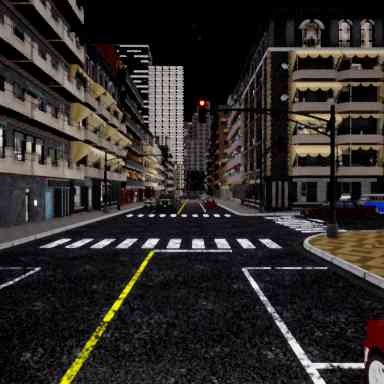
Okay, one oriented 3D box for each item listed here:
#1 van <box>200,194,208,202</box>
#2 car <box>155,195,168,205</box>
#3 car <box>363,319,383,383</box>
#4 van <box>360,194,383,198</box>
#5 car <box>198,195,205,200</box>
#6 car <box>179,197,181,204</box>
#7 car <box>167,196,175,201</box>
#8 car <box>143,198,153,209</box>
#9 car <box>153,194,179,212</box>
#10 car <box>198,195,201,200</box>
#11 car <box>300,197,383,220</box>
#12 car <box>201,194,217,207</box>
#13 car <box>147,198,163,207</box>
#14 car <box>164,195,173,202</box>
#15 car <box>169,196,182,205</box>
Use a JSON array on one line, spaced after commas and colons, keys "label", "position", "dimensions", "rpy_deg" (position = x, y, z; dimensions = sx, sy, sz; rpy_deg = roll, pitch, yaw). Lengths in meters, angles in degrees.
[{"label": "van", "position": [2.781, 1.378, 78.444], "dimensions": [1.690, 1.788, 3.998], "rpy_deg": [-1, 0, 0]}, {"label": "car", "position": [-5.620, 1.462, 61.876], "dimensions": [1.967, 1.590, 4.097], "rpy_deg": [-1, 0, 0]}, {"label": "car", "position": [2.684, 1.544, 1.805], "dimensions": [1.887, 1.381, 4.507], "rpy_deg": [0, 0, 0]}, {"label": "van", "position": [15.675, 1.035, 27.360], "dimensions": [3.998, 1.788, 1.690], "rpy_deg": [-1, 1, -1]}, {"label": "car", "position": [2.804, 1.601, 95.028], "dimensions": [1.887, 1.381, 4.507], "rpy_deg": [-1, 0, 0]}, {"label": "car", "position": [-3.026, 1.539, 50.365], "dimensions": [1.812, 1.442, 4.674], "rpy_deg": [0, 0, 0]}, {"label": "car", "position": [-5.583, 1.632, 89.516], "dimensions": [1.802, 1.307, 4.206], "rpy_deg": [-1, 0, 0]}, {"label": "car", "position": [-5.640, 1.560, 45.293], "dimensions": [2.008, 1.369, 4.403], "rpy_deg": [0, 0, 0]}, {"label": "car", "position": [-3.049, 1.228, 40.077], "dimensions": [2.150, 2.045, 5.566], "rpy_deg": [0, 0, 0]}, {"label": "car", "position": [2.769, 1.577, 67.388], "dimensions": [2.008, 1.369, 4.403], "rpy_deg": [-1, 0, 0]}, {"label": "car", "position": [10.978, 1.336, 24.907], "dimensions": [5.357, 1.411, 2.033], "rpy_deg": [-1, 0, 3]}, {"label": "car", "position": [2.746, 1.454, 50.805], "dimensions": [1.967, 1.590, 4.097], "rpy_deg": [-1, 0, 0]}, {"label": "car", "position": [-5.633, 1.579, 50.820], "dimensions": [1.947, 1.339, 4.313], "rpy_deg": [0, 0, 0]}, {"label": "car", "position": [-5.598, 1.562, 78.290], "dimensions": [1.752, 1.417, 4.829], "rpy_deg": [-1, 0, 0]}, {"label": "car", "position": [-2.980, 1.568, 62.013], "dimensions": [2.033, 1.411, 5.357], "rpy_deg": [0, 0, 0]}]
